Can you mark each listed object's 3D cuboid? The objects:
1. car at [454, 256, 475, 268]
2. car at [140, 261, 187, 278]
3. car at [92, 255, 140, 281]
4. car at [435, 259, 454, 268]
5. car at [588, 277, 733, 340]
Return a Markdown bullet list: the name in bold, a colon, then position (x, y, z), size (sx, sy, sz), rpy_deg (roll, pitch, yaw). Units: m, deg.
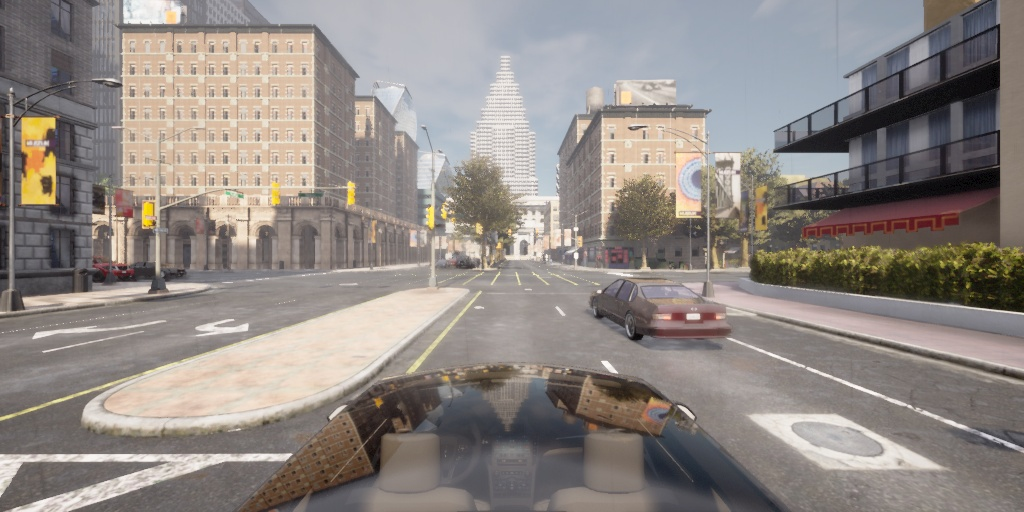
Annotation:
- **car**: position (-8.066, 0.975, 60.721), size (2.150, 2.045, 5.566), rpy_deg (0, 0, 0)
- **car**: position (-32.851, 1.257, 32.988), size (4.892, 1.490, 1.837), rpy_deg (0, 0, 0)
- **car**: position (-34.650, 0.973, 29.460), size (5.566, 2.045, 2.150), rpy_deg (0, 0, 0)
- **car**: position (-11.562, 1.301, 60.097), size (2.033, 1.411, 5.357), rpy_deg (0, 0, 0)
- **car**: position (3.633, 1.298, 9.911), size (2.033, 1.411, 5.357), rpy_deg (0, 0, -3)
